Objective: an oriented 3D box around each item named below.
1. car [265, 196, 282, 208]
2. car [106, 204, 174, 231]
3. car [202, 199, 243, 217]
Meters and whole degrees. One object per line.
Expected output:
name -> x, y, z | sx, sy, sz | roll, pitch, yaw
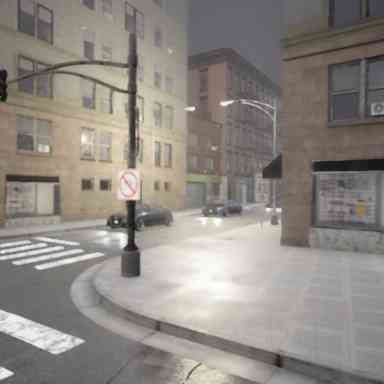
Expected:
car -> 10.128, 1.124, 38.761 | 1.994, 1.385, 4.181 | 1, 1, 34
car -> -2.886, 1.380, 19.157 | 1.994, 1.385, 4.181 | 1, 1, 33
car -> 2.591, 1.275, 27.402 | 1.994, 1.385, 4.181 | 1, 1, 35
